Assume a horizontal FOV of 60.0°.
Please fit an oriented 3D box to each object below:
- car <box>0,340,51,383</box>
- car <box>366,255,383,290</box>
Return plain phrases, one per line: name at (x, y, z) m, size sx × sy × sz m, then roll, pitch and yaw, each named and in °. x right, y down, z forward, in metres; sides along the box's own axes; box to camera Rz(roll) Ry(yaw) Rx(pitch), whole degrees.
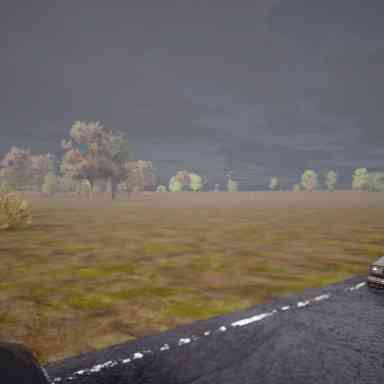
car at (-2.759, 1.566, 1.407) m, size 4.181 × 1.385 × 1.994 m, roll 0°, pitch 0°, yaw -35°
car at (6.321, 1.543, 7.882) m, size 5.357 × 1.411 × 2.033 m, roll 0°, pitch 0°, yaw -35°
